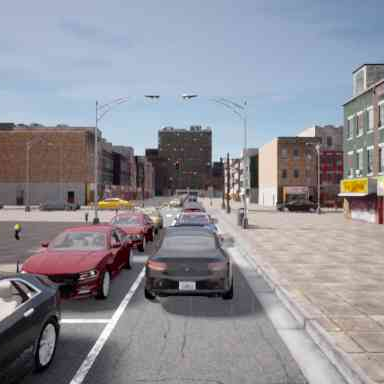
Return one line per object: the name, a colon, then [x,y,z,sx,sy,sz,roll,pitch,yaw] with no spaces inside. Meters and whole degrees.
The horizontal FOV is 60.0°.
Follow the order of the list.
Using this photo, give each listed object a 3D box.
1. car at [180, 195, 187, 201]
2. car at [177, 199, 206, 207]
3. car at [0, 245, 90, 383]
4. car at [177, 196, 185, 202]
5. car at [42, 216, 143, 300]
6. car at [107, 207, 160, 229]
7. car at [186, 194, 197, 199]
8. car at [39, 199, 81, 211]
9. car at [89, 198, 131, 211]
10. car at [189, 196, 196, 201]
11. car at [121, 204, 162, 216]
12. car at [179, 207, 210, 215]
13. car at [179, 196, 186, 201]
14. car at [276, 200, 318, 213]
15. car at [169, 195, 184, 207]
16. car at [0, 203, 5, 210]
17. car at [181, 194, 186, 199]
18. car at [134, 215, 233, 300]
car: [-2.466,1.663,94.935,1.967,1.590,4.097,0,0,0]
car: [0.157,1.527,25.967,1.837,1.490,4.892,0,0,2]
car: [-2.628,1.551,2.942,2.008,1.369,4.403,0,0,0]
car: [-2.496,1.687,78.431,1.752,1.417,4.829,0,0,0]
car: [-2.619,1.547,8.436,1.887,1.381,4.507,0,0,0]
car: [-2.609,1.551,13.931,1.887,1.381,4.507,0,0,0]
car: [0.135,1.508,76.003,2.097,1.767,4.553,0,0,0]
car: [-14.473,1.501,36.536,4.181,1.385,1.994,0,0,0]
car: [-9.639,1.469,39.501,5.008,1.535,1.882,0,0,0]
car: [0.164,1.808,92.089,1.895,1.301,4.718,0,0,0]
car: [-2.600,1.538,19.254,1.752,1.417,4.829,0,0,0]
car: [0.122,1.609,15.666,1.895,1.301,4.718,0,0,0]
car: [-2.476,1.748,89.490,1.887,1.381,4.507,0,0,0]
car: [12.518,1.681,39.575,5.008,1.535,1.882,0,0,0]
car: [-2.544,1.600,51.212,1.752,1.417,4.829,0,0,0]
car: [-23.224,1.379,36.508,4.892,1.490,1.837,0,0,0]
car: [-2.533,1.405,56.826,2.192,1.841,5.009,0,0,0]
car: [-0.041,1.528,8.302,1.812,1.442,4.674,0,0,1]
